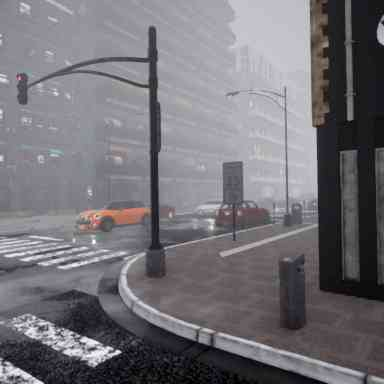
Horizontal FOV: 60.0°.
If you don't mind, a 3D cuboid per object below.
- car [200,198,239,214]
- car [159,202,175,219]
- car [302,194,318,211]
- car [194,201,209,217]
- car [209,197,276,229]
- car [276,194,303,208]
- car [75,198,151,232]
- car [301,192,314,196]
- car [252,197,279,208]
[{"bbox_3d":[2.885,1.384,33.848,2.008,1.369,4.403,-1,0,36],"label":"car"},{"bbox_3d":[-3.136,1.458,25.735,1.887,1.381,4.507,-1,0,36],"label":"car"},{"bbox_3d":[12.993,1.196,33.494,1.947,1.339,4.313,-1,0,36],"label":"car"},{"bbox_3d":[2.017,1.348,28.266,1.812,1.442,4.674,-1,0,36],"label":"car"},{"bbox_3d":[3.079,1.200,19.695,1.967,1.590,4.097,-1,0,36],"label":"car"},{"bbox_3d":[12.021,1.254,41.948,1.994,1.385,4.181,-1,0,36],"label":"car"},{"bbox_3d":[-4.485,1.262,19.350,2.097,1.767,4.553,-1,0,36],"label":"car"},{"bbox_3d":[19.554,0.931,56.743,2.192,1.841,5.009,-1,0,36],"label":"car"},{"bbox_3d":[9.555,1.311,43.006,1.947,1.339,4.313,-1,0,36],"label":"car"}]
